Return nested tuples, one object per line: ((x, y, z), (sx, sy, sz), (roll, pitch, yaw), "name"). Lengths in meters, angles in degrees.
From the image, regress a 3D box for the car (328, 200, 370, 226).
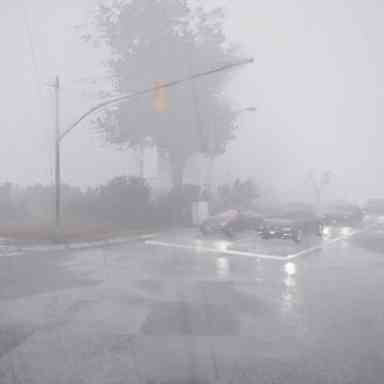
((11.152, 1.590, 24.297), (2.033, 1.411, 5.357), (-1, 0, 39), "car")

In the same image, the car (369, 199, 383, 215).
((18.813, 1.496, 34.115), (1.837, 1.490, 4.892), (-1, 1, 37), "car")

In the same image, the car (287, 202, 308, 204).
((8.120, 1.572, 26.119), (2.128, 1.511, 4.902), (-1, 0, 38), "car")

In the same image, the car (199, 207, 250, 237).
((2.343, 1.619, 18.882), (1.812, 1.442, 4.674), (-1, 0, 40), "car")

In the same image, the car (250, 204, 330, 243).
((5.069, 1.562, 16.690), (1.837, 1.490, 4.892), (-1, 0, 39), "car")
